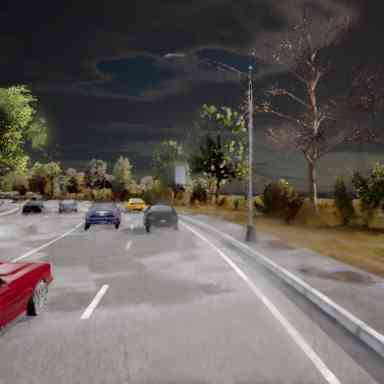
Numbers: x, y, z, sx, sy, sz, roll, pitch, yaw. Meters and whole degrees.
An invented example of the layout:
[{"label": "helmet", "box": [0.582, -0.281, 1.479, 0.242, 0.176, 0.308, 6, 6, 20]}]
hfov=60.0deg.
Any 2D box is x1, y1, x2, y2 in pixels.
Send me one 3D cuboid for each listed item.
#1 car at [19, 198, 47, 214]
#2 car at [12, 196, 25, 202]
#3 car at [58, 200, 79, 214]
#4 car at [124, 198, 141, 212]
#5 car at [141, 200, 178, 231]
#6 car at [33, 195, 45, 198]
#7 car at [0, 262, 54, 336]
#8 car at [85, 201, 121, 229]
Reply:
[{"label": "car", "box": [-16.876, 1.637, 35.626, 1.895, 1.301, 4.718, 0, 0, -19]}, {"label": "car", "box": [-36.699, 1.443, 70.740, 1.895, 1.301, 4.718, 0, 0, -39]}, {"label": "car", "box": [-13.362, 1.558, 36.073, 1.812, 1.442, 4.674, 0, 0, -19]}, {"label": "car", "box": [-6.731, 1.503, 38.855, 1.882, 1.535, 5.008, 0, 0, -19]}, {"label": "car", "box": [-2.054, 1.488, 21.074, 1.882, 1.535, 5.008, 0, 0, -10]}, {"label": "car", "box": [-32.893, 1.380, 71.653, 2.097, 1.767, 4.553, 0, 0, -39]}, {"label": "car", "box": [-3.614, 1.613, 4.529, 1.895, 1.301, 4.718, 0, 0, -2]}, {"label": "car", "box": [-5.860, 1.371, 22.293, 2.097, 1.767, 4.553, 0, 0, -11]}]
